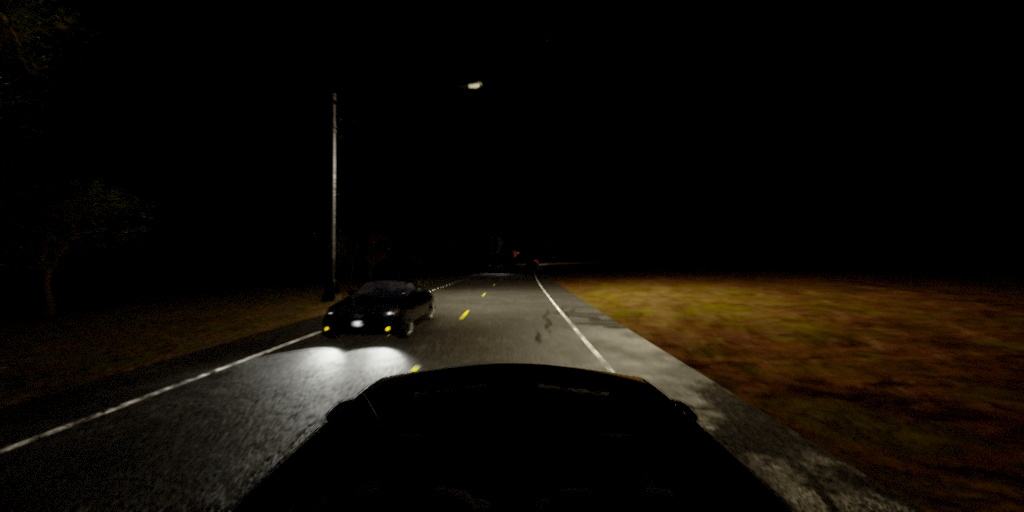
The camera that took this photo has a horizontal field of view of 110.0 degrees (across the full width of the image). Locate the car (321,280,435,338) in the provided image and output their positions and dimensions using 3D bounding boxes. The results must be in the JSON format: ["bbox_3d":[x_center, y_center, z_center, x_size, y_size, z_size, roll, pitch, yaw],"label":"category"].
[{"bbox_3d":[-3.539,1.377,10.220,1.994,1.385,4.181,0,0,1],"label":"car"}]

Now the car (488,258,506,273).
[{"bbox_3d":[-2.075,1.352,51.422,2.150,2.045,5.566,0,0,4],"label":"car"}]

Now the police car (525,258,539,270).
[{"bbox_3d":[3.267,1.641,62.371,1.930,1.638,5.238,0,0,4],"label":"police car"}]
